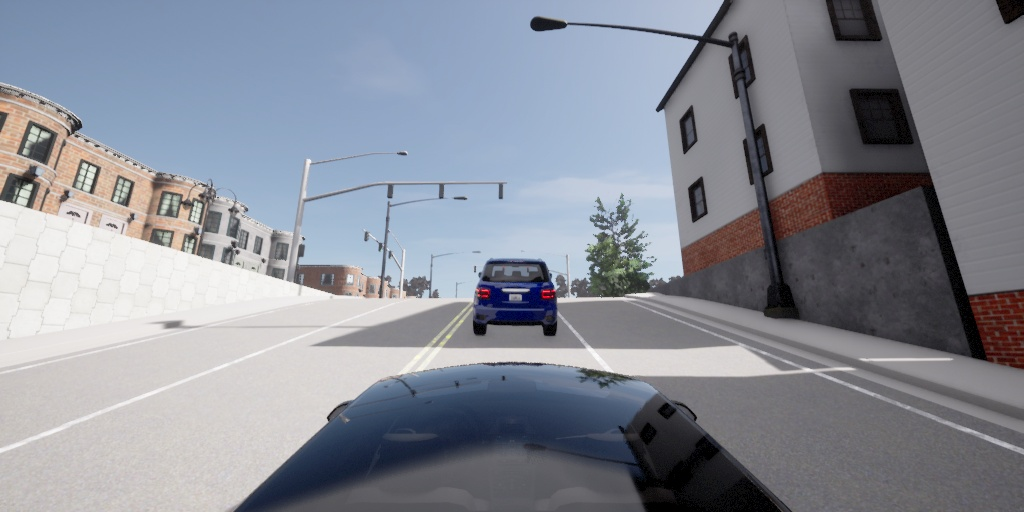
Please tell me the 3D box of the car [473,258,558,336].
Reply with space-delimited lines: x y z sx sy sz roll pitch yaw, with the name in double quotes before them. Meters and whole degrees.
"car" 0.095 1.096 11.036 2.150 2.045 5.566 1 -1 0
